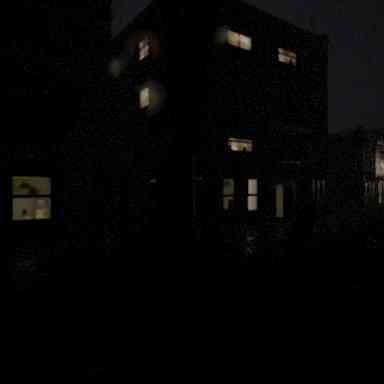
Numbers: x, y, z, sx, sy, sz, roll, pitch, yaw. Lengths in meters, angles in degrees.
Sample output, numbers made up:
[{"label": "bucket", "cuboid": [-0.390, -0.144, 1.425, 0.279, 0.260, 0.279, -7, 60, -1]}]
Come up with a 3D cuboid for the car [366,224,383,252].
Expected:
[{"label": "car", "cuboid": [8.210, 1.524, 12.432, 4.403, 1.369, 2.008, 0, 0, -36]}]
